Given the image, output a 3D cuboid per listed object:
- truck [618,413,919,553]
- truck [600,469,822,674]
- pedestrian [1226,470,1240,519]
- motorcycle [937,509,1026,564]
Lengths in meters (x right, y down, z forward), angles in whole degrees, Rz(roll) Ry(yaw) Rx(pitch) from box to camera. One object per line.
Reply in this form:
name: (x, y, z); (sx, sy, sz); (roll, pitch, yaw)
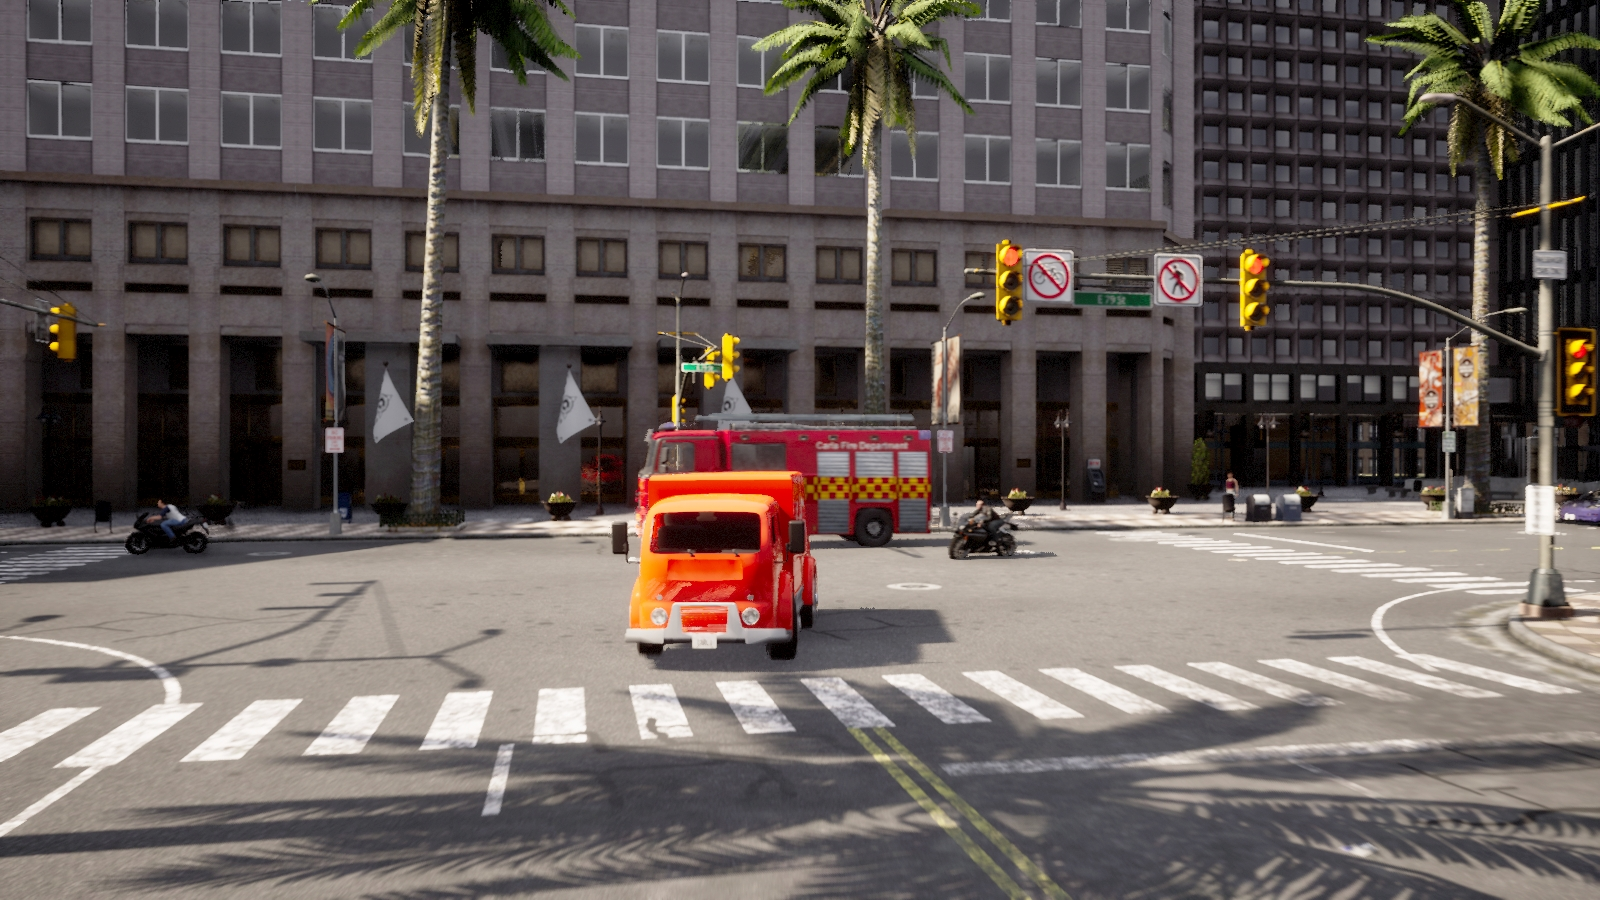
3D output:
truck: (-1.001, 0.890, 33.443); (8.468, 3.827, 2.891); (0, 0, -11)
truck: (-1.076, 1.567, 16.906); (2.627, 2.467, 5.204); (-1, 0, 3)
pedestrian: (16.487, 1.696, 43.488); (0.375, 1.860, 0.375); (0, 0, -34)
motorcycle: (4.697, 2.205, 29.517); (2.209, 1.251, 0.867); (0, 1, -31)
